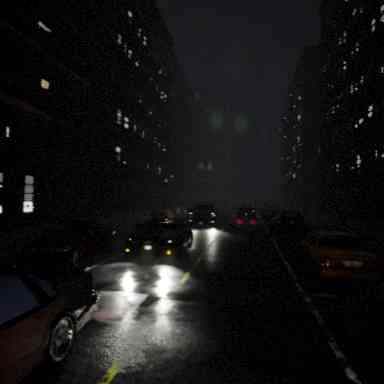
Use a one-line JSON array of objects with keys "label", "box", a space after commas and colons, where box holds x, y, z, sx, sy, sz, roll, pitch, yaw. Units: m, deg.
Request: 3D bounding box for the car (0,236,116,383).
[{"label": "car", "box": [-2.797, 1.519, 3.221, 2.033, 1.411, 5.357, 1, -1, 10]}]

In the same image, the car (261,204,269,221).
[{"label": "car", "box": [7.923, 2.143, 32.062, 1.802, 1.307, 4.206, 2, 0, 10]}]

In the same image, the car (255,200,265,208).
[{"label": "car", "box": [14.320, 2.575, 70.314, 1.967, 1.590, 4.097, 2, 0, 10]}]

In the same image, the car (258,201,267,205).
[{"label": "car", "box": [9.750, 2.292, 42.990, 1.947, 1.339, 4.313, 2, 0, 10]}]

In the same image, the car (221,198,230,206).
[{"label": "car", "box": [6.956, 2.584, 77.109, 2.008, 1.369, 4.403, 2, 0, 10]}]

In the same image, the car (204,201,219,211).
[{"label": "car", "box": [3.304, 2.251, 55.252, 1.887, 1.381, 4.507, 2, 0, 10]}]

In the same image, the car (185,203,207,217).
[{"label": "car", "box": [0.565, 2.005, 38.859, 1.887, 1.381, 4.507, 2, 0, 10]}]

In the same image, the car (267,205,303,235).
[{"label": "car", "box": [6.103, 1.833, 21.135, 1.967, 1.590, 4.097, 2, 0, 10]}]

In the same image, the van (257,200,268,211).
[{"label": "van", "box": [12.498, 2.313, 59.385, 1.690, 1.788, 3.998, 2, 0, 10]}]

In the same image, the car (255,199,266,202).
[{"label": "car", "box": [11.581, 2.330, 53.921, 1.967, 1.590, 4.097, 2, 0, 10]}]

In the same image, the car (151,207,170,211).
[{"label": "car", "box": [-2.202, 1.733, 22.299, 1.752, 1.417, 4.829, 2, 0, 10]}]

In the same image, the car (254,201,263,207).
[{"label": "car", "box": [16.142, 2.841, 81.242, 1.887, 1.381, 4.507, 2, 0, 10]}]

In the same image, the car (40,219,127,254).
[{"label": "car", "box": [-4.001, 1.622, 11.537, 1.802, 1.307, 4.206, 2, 0, 10]}]

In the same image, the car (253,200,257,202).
[{"label": "car", "box": [7.567, 2.257, 46.188, 2.033, 1.411, 5.357, 1, -1, 10]}]

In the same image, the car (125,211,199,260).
[{"label": "car", "box": [-1.142, 1.690, 13.017, 1.994, 1.385, 4.181, 1, -1, 9]}]

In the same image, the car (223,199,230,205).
[{"label": "car", "box": [9.668, 2.797, 93.334, 1.752, 1.417, 4.829, 2, 0, 10]}]

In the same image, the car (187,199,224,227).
[{"label": "car", "box": [1.024, 1.677, 25.867, 2.097, 1.767, 4.553, 1, -1, 10]}]

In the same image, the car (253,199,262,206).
[{"label": "car", "box": [17.064, 2.692, 86.707, 2.192, 1.841, 5.009, 2, 0, 10]}]

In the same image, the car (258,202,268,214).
[{"label": "car", "box": [8.836, 2.210, 37.526, 1.947, 1.339, 4.313, 2, 0, 10]}]

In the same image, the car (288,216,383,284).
[{"label": "car", "box": [4.300, 1.751, 10.374, 1.752, 1.417, 4.829, 2, -1, 10]}]

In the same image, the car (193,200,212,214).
[{"label": "car", "box": [1.483, 1.983, 44.324, 1.967, 1.590, 4.097, 2, 0, 10]}]

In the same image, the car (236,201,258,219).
[{"label": "car", "box": [5.886, 2.081, 35.913, 1.812, 1.442, 4.674, 1, -1, 10]}]
